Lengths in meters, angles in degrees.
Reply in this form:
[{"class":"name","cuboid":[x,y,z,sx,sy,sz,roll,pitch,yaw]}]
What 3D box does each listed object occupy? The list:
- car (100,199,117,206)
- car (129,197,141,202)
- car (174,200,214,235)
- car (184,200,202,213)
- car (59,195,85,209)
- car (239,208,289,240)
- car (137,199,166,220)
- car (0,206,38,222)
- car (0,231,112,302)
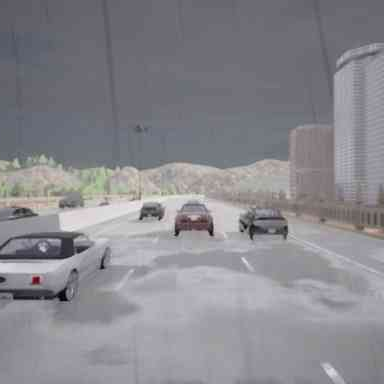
[{"class":"car","cuboid":[-13.983,1.822,55.958,1.895,1.301,4.718,0,0,0]},{"class":"car","cuboid":[-10.538,1.666,62.441,2.097,1.767,4.553,0,0,-1]},{"class":"car","cuboid":[0.108,1.424,19.404,2.097,1.767,4.553,0,0,0]},{"class":"car","cuboid":[0.117,1.706,40.504,2.033,1.411,5.357,0,0,0]},{"class":"car","cuboid":[-17.501,1.416,48.794,2.150,2.045,5.566,0,-1,0]},{"class":"car","cuboid":[3.607,1.556,17.395,2.128,1.511,4.902,0,0,0]},{"class":"car","cuboid":[-3.387,1.616,28.955,1.837,1.490,4.892,0,0,0]},{"class":"car","cuboid":[-10.587,1.576,19.006,1.837,1.490,4.892,0,0,0]},{"class":"car","cuboid":[-3.403,1.630,8.272,1.895,1.301,4.718,0,0,0]}]
